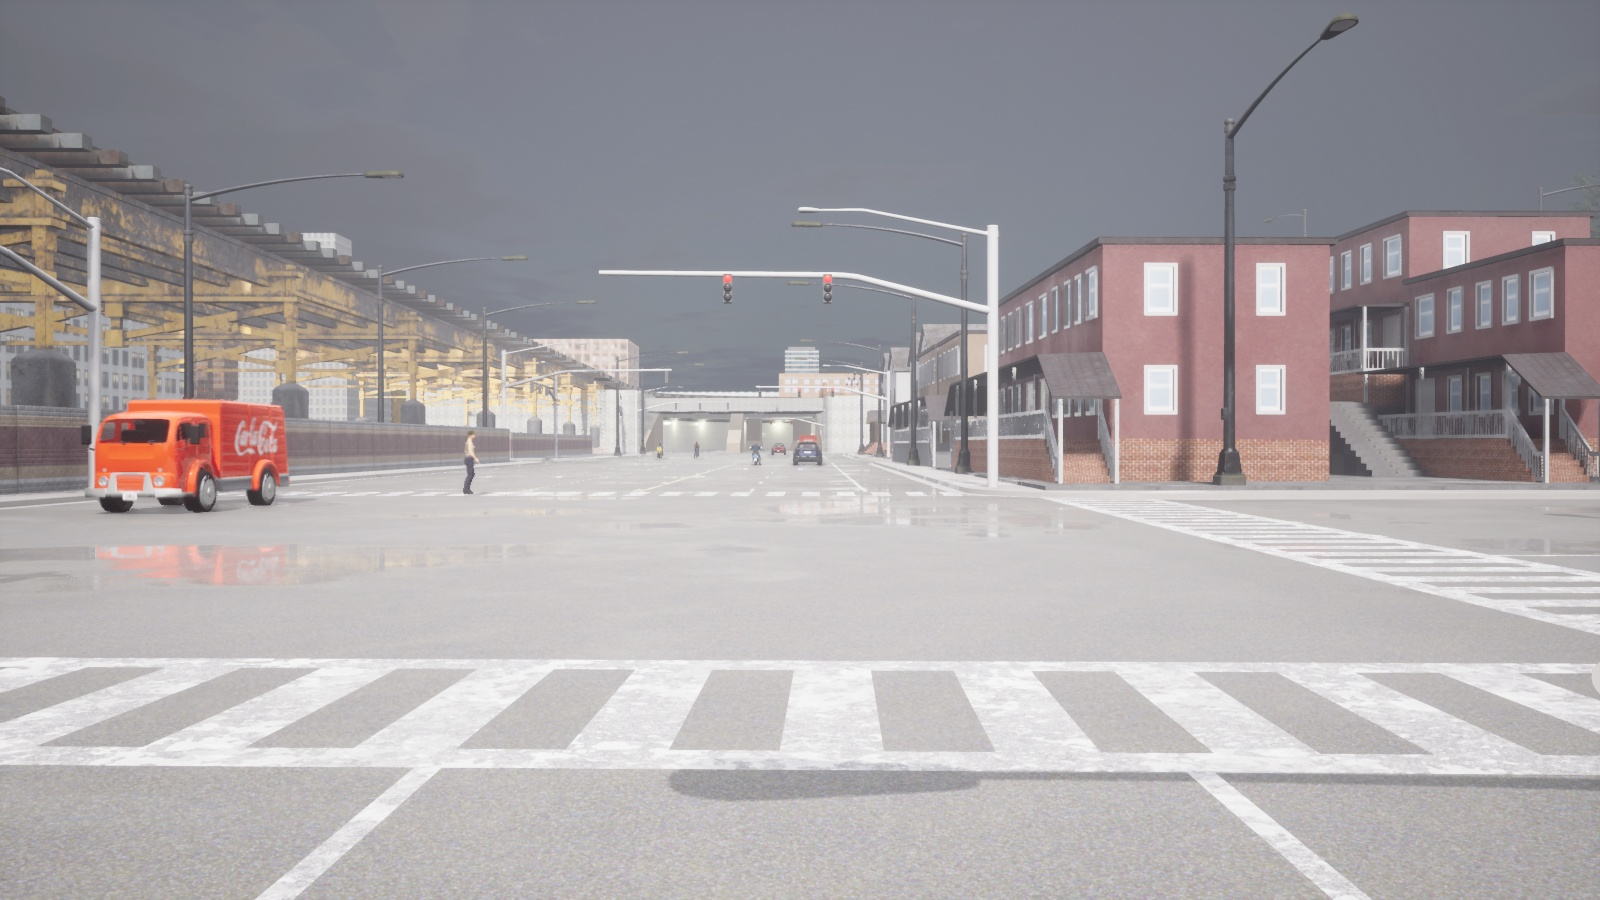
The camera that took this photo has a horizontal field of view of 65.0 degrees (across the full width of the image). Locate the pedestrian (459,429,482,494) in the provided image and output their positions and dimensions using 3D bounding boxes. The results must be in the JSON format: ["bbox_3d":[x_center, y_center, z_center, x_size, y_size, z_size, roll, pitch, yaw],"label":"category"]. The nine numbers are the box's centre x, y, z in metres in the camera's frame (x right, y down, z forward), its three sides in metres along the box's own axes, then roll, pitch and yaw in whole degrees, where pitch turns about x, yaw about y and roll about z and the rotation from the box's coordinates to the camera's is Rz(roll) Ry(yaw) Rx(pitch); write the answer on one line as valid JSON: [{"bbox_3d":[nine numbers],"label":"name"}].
[{"bbox_3d":[-9.445,0.321,35.949,0.594,1.836,0.345,0,0,-22],"label":"pedestrian"}]

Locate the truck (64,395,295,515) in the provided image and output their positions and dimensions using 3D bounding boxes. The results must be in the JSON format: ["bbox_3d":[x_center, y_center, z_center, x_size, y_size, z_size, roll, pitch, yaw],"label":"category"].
[{"bbox_3d":[-13.816,0.088,28.429,2.627,2.467,5.204,0,0,0],"label":"truck"}]

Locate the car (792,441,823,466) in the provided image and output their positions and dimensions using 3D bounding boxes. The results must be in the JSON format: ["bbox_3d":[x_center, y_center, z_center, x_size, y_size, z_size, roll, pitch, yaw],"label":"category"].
[{"bbox_3d":[0.515,0.201,84.301,2.033,1.649,4.856,0,0,0],"label":"car"}]
